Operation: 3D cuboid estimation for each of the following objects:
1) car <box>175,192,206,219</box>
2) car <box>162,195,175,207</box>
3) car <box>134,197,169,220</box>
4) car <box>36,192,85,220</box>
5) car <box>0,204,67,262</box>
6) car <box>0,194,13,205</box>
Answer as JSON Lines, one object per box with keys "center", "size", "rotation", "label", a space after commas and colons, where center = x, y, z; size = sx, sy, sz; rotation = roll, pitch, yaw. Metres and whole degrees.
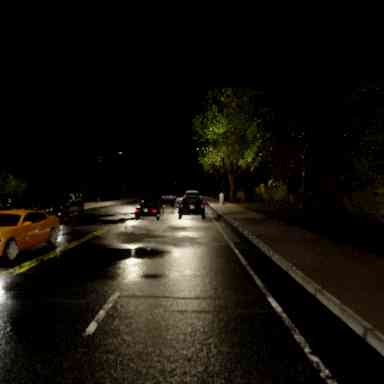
{"center": [0.008, 1.147, 27.158], "size": [2.097, 1.767, 4.553], "rotation": [0, 0, 0], "label": "car"}
{"center": [-3.202, 1.151, 43.912], "size": [2.128, 1.511, 4.902], "rotation": [0, 1, 0], "label": "car"}
{"center": [-3.253, 1.352, 26.030], "size": [2.033, 1.411, 5.357], "rotation": [0, 0, 0], "label": "car"}
{"center": [-9.810, 1.035, 24.944], "size": [2.150, 2.045, 5.566], "rotation": [0, 0, 1], "label": "car"}
{"center": [-6.533, 1.389, 12.033], "size": [1.882, 1.535, 5.008], "rotation": [0, 0, 0], "label": "car"}
{"center": [-9.842, 1.115, 14.473], "size": [2.150, 2.045, 5.566], "rotation": [0, 0, 0], "label": "car"}
